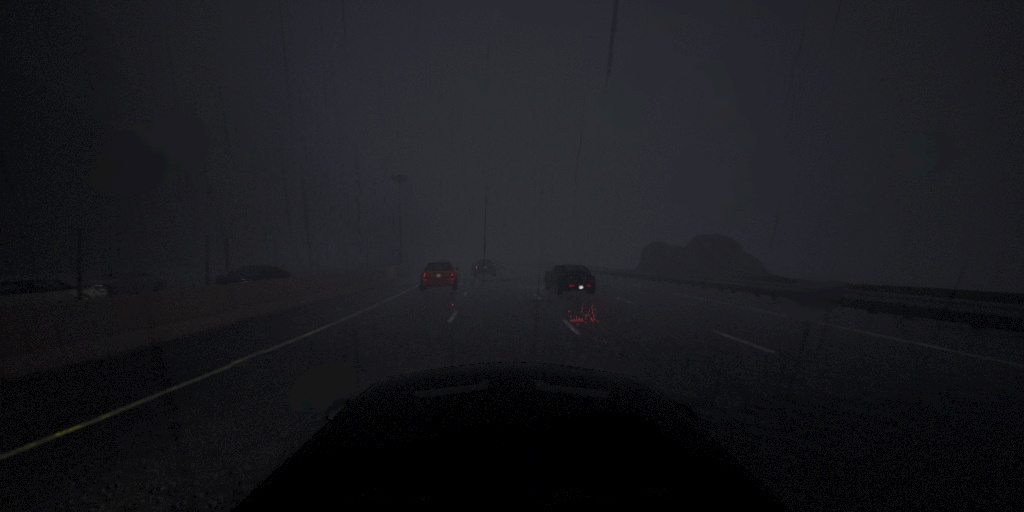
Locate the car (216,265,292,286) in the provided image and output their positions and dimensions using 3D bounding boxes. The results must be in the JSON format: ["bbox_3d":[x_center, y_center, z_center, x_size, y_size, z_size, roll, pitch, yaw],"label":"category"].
[{"bbox_3d":[-14.962,1.300,21.098,1.882,1.535,5.008,-1,0,-6],"label":"car"}]

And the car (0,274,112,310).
[{"bbox_3d":[-17.916,1.552,12.817,1.895,1.301,4.718,-1,0,-3],"label":"car"}]

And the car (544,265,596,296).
[{"bbox_3d":[2.967,1.195,19.079,1.837,1.490,4.892,0,0,-6],"label":"car"}]

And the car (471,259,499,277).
[{"bbox_3d":[-2.906,1.088,35.853,2.097,1.767,4.553,-1,0,-10],"label":"car"}]

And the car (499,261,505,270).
[{"bbox_3d":[-2.361,1.274,50.278,1.994,1.385,4.181,-1,0,-15],"label":"car"}]

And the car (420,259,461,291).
[{"bbox_3d":[-4.431,1.126,22.509,2.097,1.767,4.553,-1,0,-7],"label":"car"}]

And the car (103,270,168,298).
[{"bbox_3d":[-21.902,1.518,20.130,1.812,1.442,4.674,-1,0,-6],"label":"car"}]
